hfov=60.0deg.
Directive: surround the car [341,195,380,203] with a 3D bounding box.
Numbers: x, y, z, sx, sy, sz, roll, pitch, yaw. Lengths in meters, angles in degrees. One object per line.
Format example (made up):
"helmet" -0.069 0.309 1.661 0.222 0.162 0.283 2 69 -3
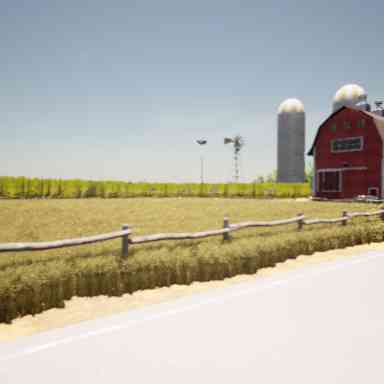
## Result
"car" 22.831 1.212 45.364 2.128 1.511 4.902 0 1 -41
